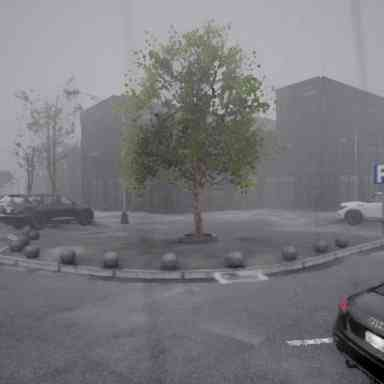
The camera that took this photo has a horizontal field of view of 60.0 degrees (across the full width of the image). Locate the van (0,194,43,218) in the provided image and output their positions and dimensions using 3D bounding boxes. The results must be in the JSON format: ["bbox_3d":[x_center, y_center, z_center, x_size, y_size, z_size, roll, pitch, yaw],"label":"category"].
[{"bbox_3d":[-16.100,1.183,30.098,1.878,1.987,4.442,0,0,31],"label":"van"}]

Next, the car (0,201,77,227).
[{"bbox_3d":[-10.623,1.432,23.027,2.163,1.488,4.792,0,0,31],"label":"car"}]

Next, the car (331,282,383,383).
[{"bbox_3d":[3.881,1.504,3.926,4.181,1.385,1.994,-1,1,-13],"label":"car"}]

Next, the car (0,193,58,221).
[{"bbox_3d":[-14.322,1.156,27.657,2.435,2.045,5.566,0,0,31],"label":"car"}]

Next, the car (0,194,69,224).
[{"bbox_3d":[-12.479,1.153,25.342,2.435,2.045,5.566,0,0,31],"label":"car"}]

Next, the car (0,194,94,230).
[{"bbox_3d":[-8.775,1.149,20.770,2.435,2.045,5.566,0,0,32],"label":"car"}]

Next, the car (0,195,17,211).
[{"bbox_3d":[-23.519,1.290,39.276,2.185,1.767,4.553,0,0,32],"label":"car"}]

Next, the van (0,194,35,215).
[{"bbox_3d":[-17.944,1.185,32.413,1.878,1.987,4.442,0,0,31],"label":"van"}]

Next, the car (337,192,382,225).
[{"bbox_3d":[11.801,0.956,20.077,5.566,2.045,2.435,-1,0,33],"label":"car"}]
